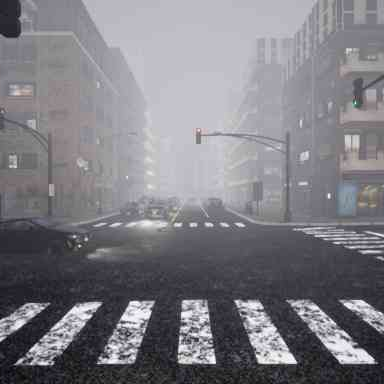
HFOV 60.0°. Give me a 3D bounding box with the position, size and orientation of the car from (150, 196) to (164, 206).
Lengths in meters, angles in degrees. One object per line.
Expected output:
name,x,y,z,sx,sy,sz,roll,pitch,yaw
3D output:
car,-5.771,1.457,54.943,1.967,1.590,4.097,0,0,0

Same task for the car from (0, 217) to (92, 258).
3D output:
car,-6.009,1.651,12.578,4.181,1.385,1.994,-1,0,-1

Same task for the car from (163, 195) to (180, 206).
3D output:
car,-3.162,1.578,49.924,1.994,1.385,4.181,0,0,0

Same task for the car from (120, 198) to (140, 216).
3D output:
car,-5.737,1.572,32.212,1.947,1.339,4.313,0,0,0

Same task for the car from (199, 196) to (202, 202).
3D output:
car,2.609,1.599,54.957,1.802,1.307,4.206,0,0,0

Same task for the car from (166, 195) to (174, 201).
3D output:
car,-5.823,1.595,89.037,2.008,1.369,4.403,0,0,0

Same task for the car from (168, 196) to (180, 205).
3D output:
car,-3.134,1.498,59.934,1.882,1.535,5.008,0,0,0

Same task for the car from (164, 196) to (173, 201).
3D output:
car,-5.814,1.589,83.354,2.008,1.369,4.403,0,0,0

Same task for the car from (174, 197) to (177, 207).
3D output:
car,-3.158,1.610,39.946,1.895,1.301,4.718,0,0,0

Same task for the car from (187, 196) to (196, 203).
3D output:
car,-0.061,1.539,70.634,2.128,1.511,4.902,0,0,0

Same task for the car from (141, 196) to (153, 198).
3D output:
car,-5.746,1.534,37.725,1.752,1.417,4.829,0,0,0

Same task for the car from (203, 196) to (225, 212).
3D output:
car,2.634,1.448,37.910,1.967,1.590,4.097,0,0,0

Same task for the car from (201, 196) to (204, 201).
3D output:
car,2.626,1.451,43.592,1.967,1.590,4.097,0,0,0

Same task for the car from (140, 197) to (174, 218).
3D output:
car,-3.136,1.497,30.647,2.128,1.511,4.902,0,0,1

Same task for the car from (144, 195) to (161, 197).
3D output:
car,-5.755,1.326,43.578,2.192,1.841,5.009,0,0,0

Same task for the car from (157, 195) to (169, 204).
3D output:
car,-5.788,1.465,66.308,1.967,1.590,4.097,0,0,0
